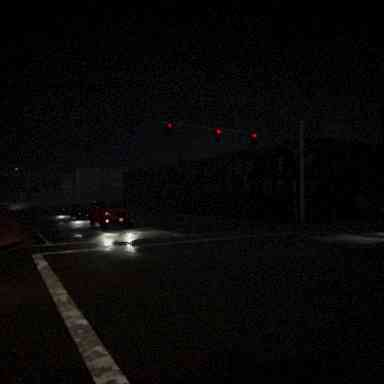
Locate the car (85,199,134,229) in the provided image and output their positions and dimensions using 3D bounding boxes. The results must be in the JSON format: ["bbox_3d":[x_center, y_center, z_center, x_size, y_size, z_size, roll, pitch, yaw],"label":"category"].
[{"bbox_3d":[-6.253,1.597,25.390,2.150,2.045,5.566,0,-1,-29],"label":"car"}]

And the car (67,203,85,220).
[{"bbox_3d":[-11.223,2.027,34.182,1.837,1.490,4.892,0,-1,-30],"label":"car"}]

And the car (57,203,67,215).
[{"bbox_3d":[-16.278,2.197,43.144,1.812,1.442,4.674,0,-1,-29],"label":"car"}]
